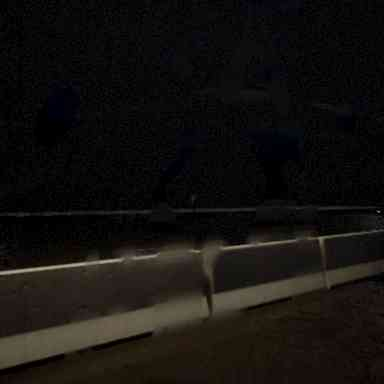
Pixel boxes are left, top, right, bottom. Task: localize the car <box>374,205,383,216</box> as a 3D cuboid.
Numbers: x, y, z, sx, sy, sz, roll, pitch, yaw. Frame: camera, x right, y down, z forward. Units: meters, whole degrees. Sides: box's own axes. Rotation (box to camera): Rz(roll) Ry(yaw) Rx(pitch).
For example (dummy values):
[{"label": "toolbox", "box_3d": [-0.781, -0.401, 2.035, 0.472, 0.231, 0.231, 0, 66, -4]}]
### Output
[{"label": "car", "box_3d": [21.608, 1.824, 35.399, 4.892, 1.490, 1.837, 1, 0, -22]}]
